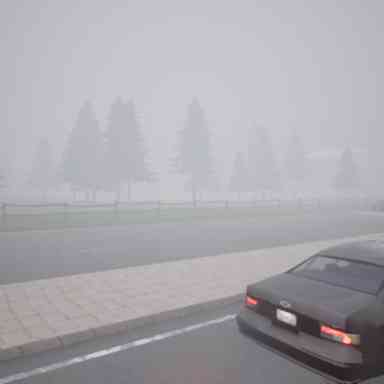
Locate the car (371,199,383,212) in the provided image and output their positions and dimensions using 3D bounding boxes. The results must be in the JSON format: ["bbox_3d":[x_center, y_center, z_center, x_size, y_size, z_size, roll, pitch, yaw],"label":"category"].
[{"bbox_3d":[21.929,1.489,37.197,4.892,1.490,1.837,0,0,-36],"label":"car"}]

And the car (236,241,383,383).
[{"bbox_3d":[3.184,1.544,5.425,5.357,1.411,2.033,0,0,-35],"label":"car"}]
